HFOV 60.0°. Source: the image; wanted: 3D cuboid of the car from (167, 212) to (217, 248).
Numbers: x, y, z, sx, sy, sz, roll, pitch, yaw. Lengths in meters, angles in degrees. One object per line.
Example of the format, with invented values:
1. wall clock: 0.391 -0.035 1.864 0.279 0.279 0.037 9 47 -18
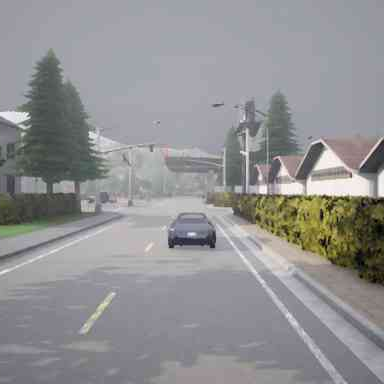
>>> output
1. car: 0.000 1.570 14.650 1.994 1.385 4.181 0 0 0

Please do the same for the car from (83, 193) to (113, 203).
1. car: -16.776 1.074 59.490 3.866 1.878 1.905 0 0 -1

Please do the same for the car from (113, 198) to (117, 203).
1. car: -16.184 1.359 62.818 3.806 1.475 1.970 0 0 -1

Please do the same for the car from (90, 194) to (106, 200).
1. car: -24.043 1.317 85.183 3.633 1.501 1.845 0 0 -1

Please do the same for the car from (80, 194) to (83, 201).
1. car: -24.025 1.296 75.190 4.514 1.523 2.007 0 0 -1
